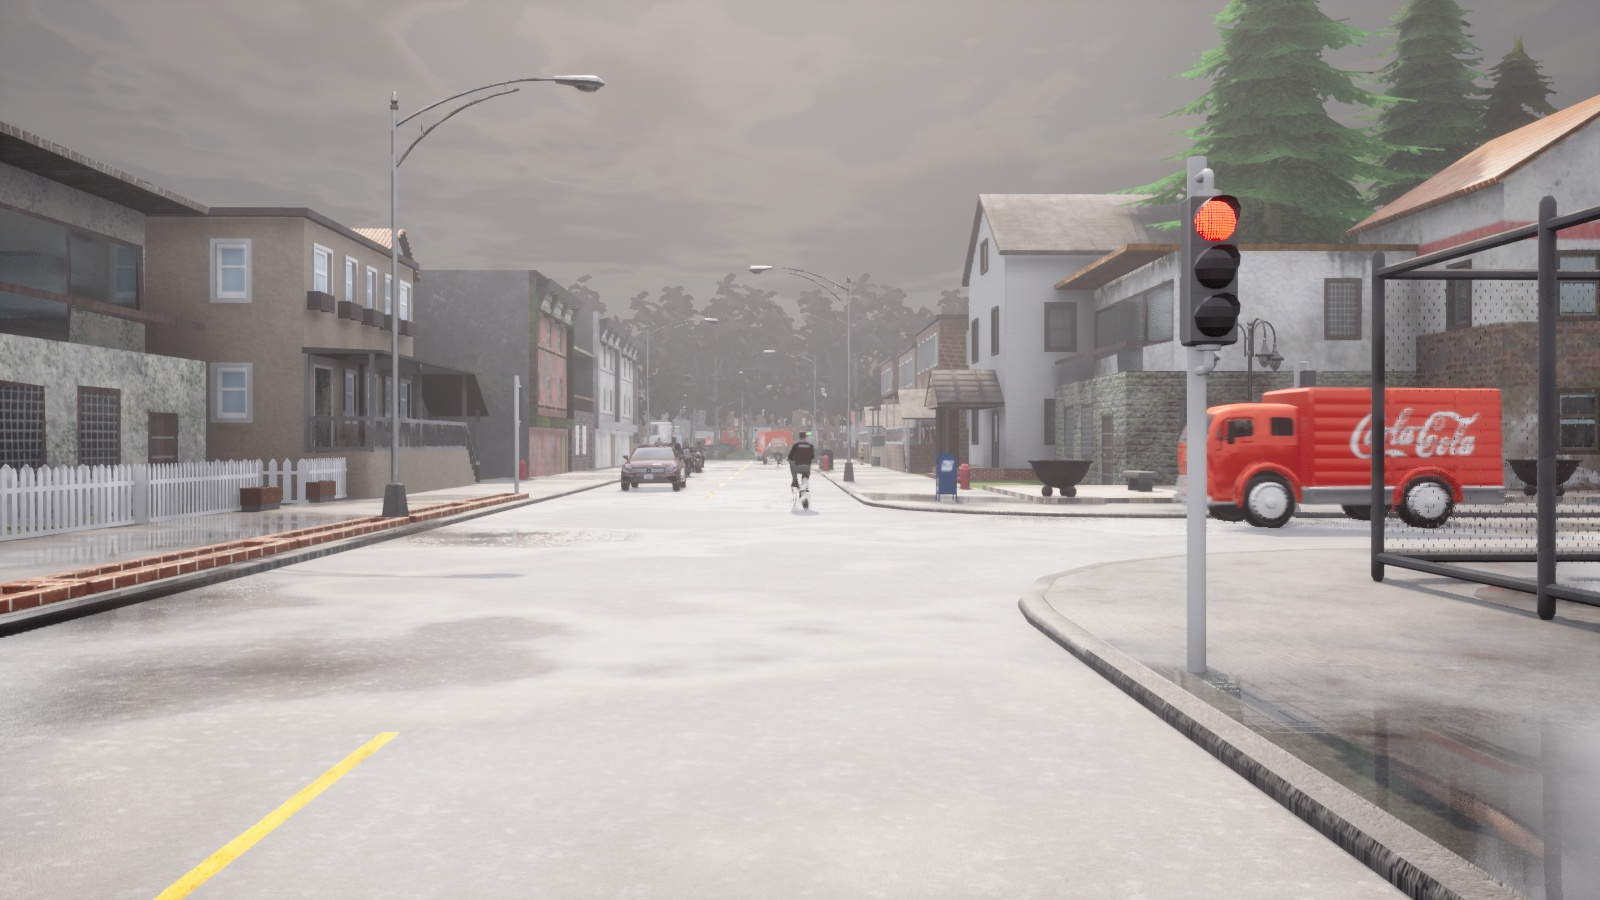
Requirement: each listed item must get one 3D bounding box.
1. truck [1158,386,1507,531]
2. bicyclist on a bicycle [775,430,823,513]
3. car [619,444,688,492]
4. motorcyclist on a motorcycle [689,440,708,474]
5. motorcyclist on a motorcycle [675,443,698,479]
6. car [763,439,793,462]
[{"bbox_3d":[9.477,0.139,22.759,5.204,2.467,2.627,0,0,-1],"label":"truck"},{"bbox_3d":[-0.040,0.459,27.917,0.659,1.776,1.843,1,0,-13],"label":"bicyclist on a bicycle"},{"bbox_3d":[-4.706,0.538,40.827,1.812,1.442,4.674,0,0,-2],"label":"car"},{"bbox_3d":[-5.101,0.336,63.268,0.766,1.649,2.350,0,0,-1],"label":"motorcyclist on a motorcycle"},{"bbox_3d":[-4.953,0.467,55.038,0.866,1.530,2.191,0,0,-1],"label":"motorcyclist on a motorcycle"},{"bbox_3d":[-1.594,0.012,90.621,2.152,1.651,5.027,0,0,-1],"label":"car"}]
